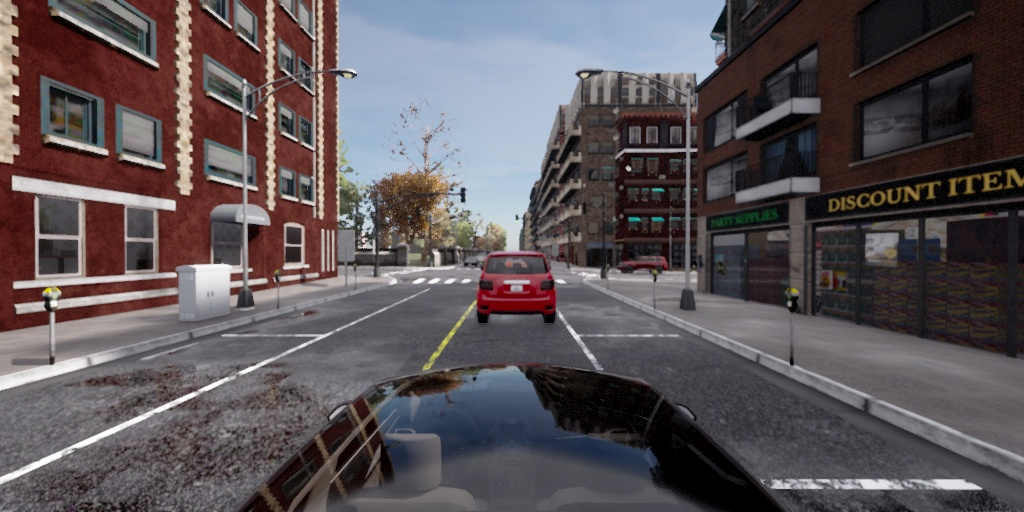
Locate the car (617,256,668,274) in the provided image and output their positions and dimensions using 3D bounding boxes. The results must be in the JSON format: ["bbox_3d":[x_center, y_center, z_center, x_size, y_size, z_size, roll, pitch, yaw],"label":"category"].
[{"bbox_3d":[13.533,0.922,37.237,5.009,1.841,2.192,0,0,0],"label":"car"}]

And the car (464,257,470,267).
[{"bbox_3d":[-5.577,0.750,49.620,1.948,1.339,4.313,0,0,0],"label":"car"}]

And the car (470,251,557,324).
[{"bbox_3d":[0.122,0.851,11.535,2.150,2.045,5.566,0,1,0],"label":"car"}]
